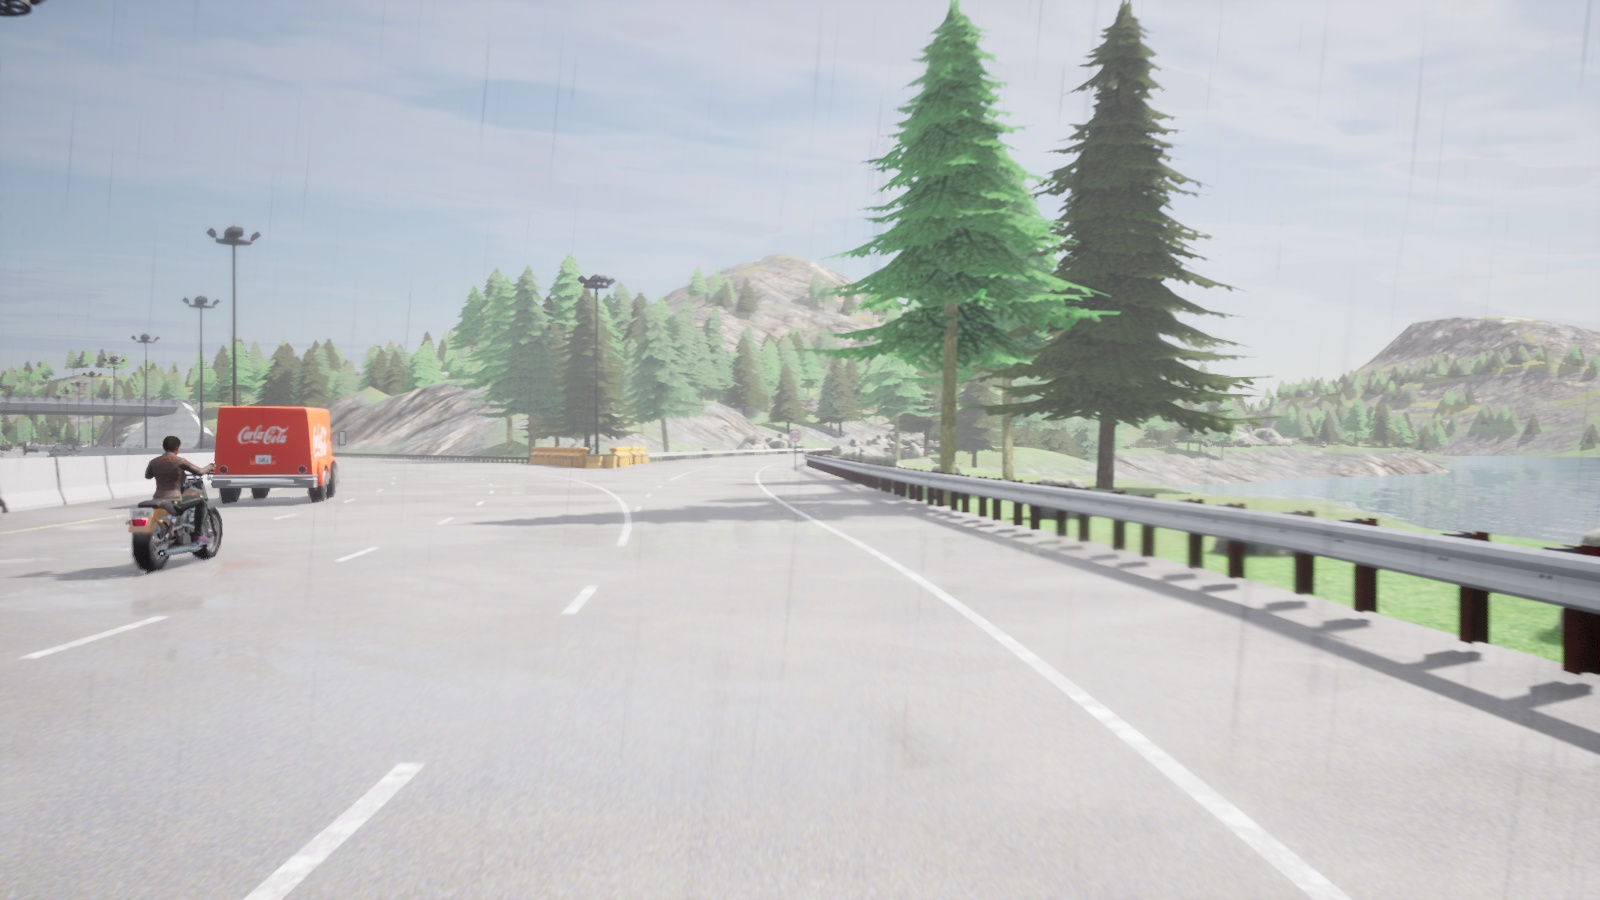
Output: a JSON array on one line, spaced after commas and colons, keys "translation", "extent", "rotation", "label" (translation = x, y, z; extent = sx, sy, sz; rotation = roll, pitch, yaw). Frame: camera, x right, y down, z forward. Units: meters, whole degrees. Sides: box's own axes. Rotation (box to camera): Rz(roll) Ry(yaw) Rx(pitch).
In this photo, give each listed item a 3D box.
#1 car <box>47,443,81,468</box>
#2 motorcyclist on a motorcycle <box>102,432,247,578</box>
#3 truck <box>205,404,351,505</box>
[{"translation": [-46.925, 0.337, 80.076], "extent": [1.789, 1.549, 3.705], "rotation": [0, 0, -32], "label": "car"}, {"translation": [-7.607, 0.620, 15.420], "extent": [0.766, 1.649, 2.350], "rotation": [-1, 0, -5], "label": "motorcyclist on a motorcycle"}, {"translation": [-13.744, 0.091, 33.438], "extent": [2.627, 2.467, 5.204], "rotation": [0, 0, -11], "label": "truck"}]
